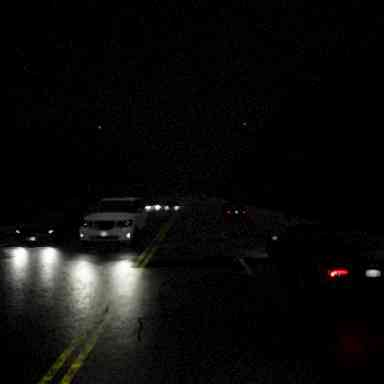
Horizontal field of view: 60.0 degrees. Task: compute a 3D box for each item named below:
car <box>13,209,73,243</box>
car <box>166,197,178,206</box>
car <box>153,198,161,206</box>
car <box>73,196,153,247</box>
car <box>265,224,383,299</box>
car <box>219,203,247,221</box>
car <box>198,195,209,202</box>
[{"bbox_3d":[-6.601,1.564,16.450,2.033,1.411,5.357,0,0,0],"label":"car"},{"bbox_3d":[-3.315,1.565,55.525,1.882,1.535,5.008,0,0,0],"label":"car"},{"bbox_3d":[-6.536,1.696,58.669,1.895,1.301,4.718,0,0,1],"label":"car"},{"bbox_3d":[-3.351,1.237,15.387,2.150,2.045,5.566,0,0,0],"label":"car"},{"bbox_3d":[3.347,1.555,8.657,2.033,1.411,5.357,0,0,0],"label":"car"},{"bbox_3d":[3.352,1.579,27.590,2.033,1.411,5.357,0,0,0],"label":"car"},{"bbox_3d":[3.250,1.604,85.228,2.033,1.649,4.856,0,0,0],"label":"car"}]
